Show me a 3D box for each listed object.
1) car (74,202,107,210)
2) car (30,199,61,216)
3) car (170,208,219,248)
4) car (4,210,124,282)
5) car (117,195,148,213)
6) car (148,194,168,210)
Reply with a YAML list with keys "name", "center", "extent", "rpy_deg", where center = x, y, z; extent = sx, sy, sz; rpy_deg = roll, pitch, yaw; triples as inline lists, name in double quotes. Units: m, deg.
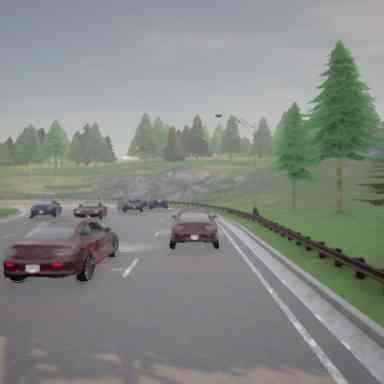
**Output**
- name: "car"
  center: [-7.584, 1.385, 25.235]
  extent: [1.895, 1.301, 4.718]
  rpy_deg: [0, 0, -9]
- name: "car"
  center: [-11.834, 1.294, 27.026]
  extent: [1.812, 1.442, 4.674]
  rpy_deg: [0, 0, -15]
- name: "car"
  center: [0.092, 1.405, 14.060]
  extent: [1.812, 1.442, 4.674]
  rpy_deg: [0, 0, 0]
- name: "car"
  center: [-3.403, 1.445, 9.395]
  extent: [1.812, 1.442, 4.674]
  rpy_deg: [0, 0, 0]
- name: "car"
  center: [-6.228, 1.209, 33.045]
  extent: [2.128, 1.511, 4.902]
  rpy_deg: [0, 0, -22]
- name: "car"
  center: [-4.400, 1.032, 37.450]
  extent: [2.097, 1.767, 4.553]
  rpy_deg: [-1, 1, -25]
